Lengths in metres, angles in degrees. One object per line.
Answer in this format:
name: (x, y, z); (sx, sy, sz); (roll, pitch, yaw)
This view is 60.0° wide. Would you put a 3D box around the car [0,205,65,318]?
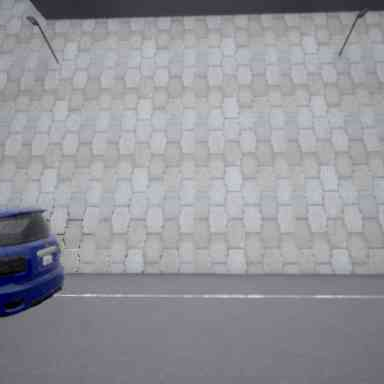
car: (-5.158, 1.272, 5.808); (5.566, 2.045, 2.150); (0, 0, 2)
